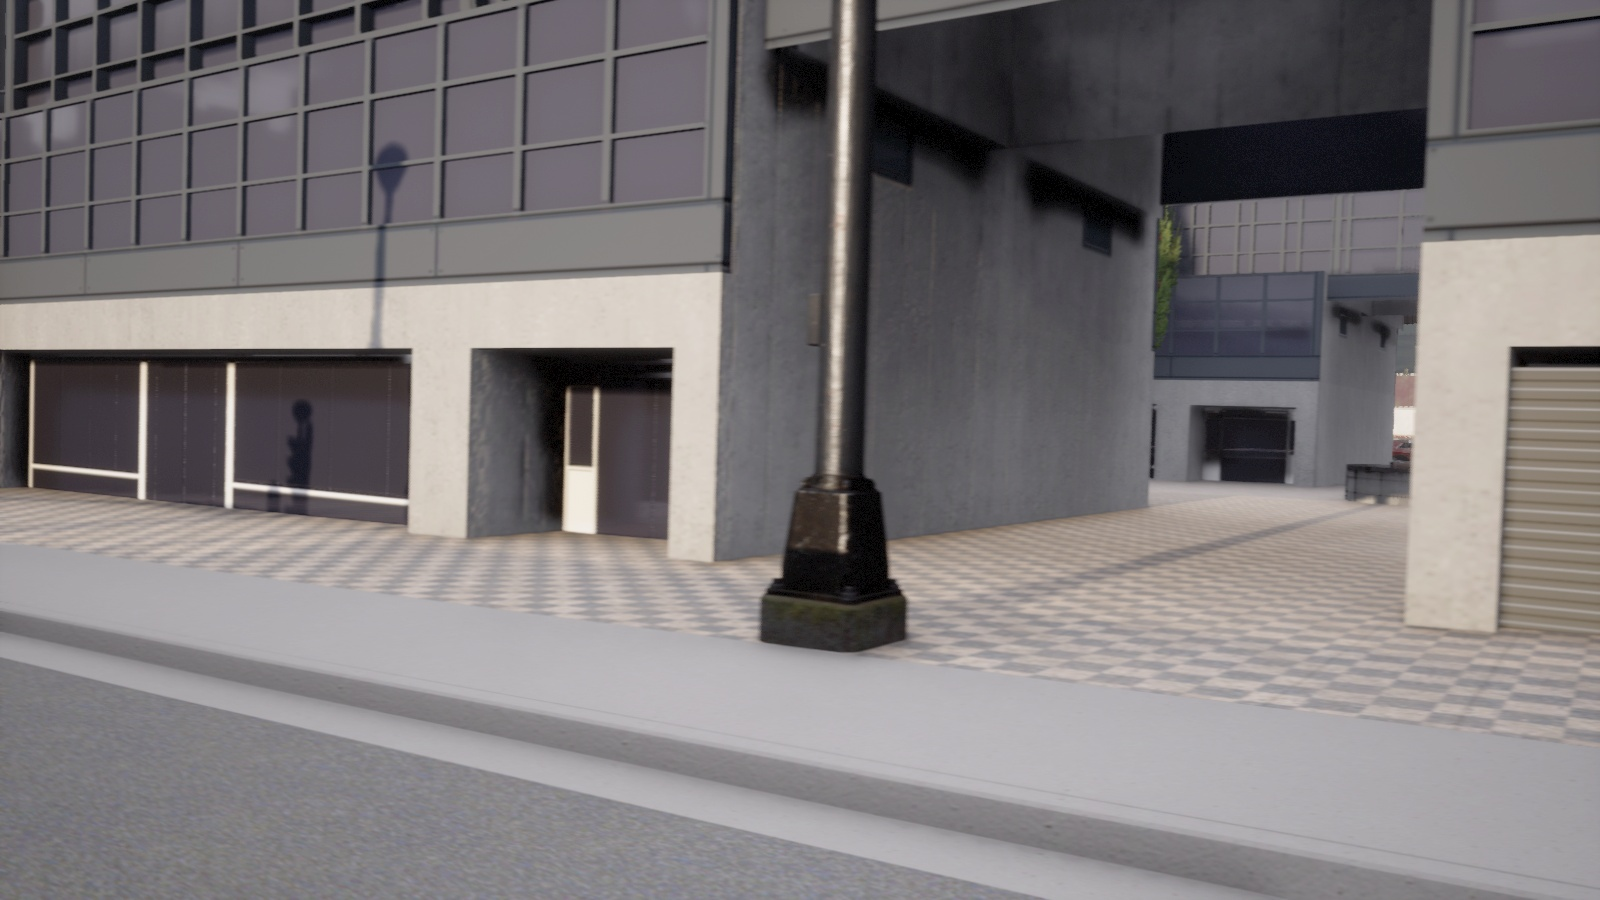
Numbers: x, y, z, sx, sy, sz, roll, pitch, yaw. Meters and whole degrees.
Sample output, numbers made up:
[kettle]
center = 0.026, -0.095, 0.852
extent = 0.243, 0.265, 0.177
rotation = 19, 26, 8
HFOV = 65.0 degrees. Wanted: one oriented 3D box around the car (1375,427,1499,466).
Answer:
[car]
center = 28.829, -0.189, 56.910
extent = 4.856, 1.649, 2.033
rotation = 2, 2, 28
